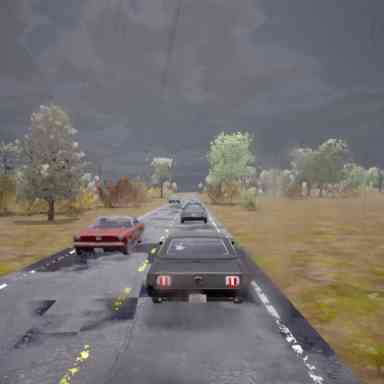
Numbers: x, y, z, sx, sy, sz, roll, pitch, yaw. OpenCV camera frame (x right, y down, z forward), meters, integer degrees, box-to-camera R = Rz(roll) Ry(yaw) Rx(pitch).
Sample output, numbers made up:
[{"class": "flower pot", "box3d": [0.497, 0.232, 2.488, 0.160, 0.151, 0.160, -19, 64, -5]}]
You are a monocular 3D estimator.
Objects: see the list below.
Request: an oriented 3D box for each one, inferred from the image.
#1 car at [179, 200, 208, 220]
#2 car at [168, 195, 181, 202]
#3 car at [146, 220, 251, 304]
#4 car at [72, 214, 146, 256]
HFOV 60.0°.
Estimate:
[{"class": "car", "box3d": [0.153, 1.559, 25.323, 1.994, 1.385, 4.181, 0, 0, 0]}, {"class": "car", "box3d": [-2.886, 1.168, 54.662, 1.882, 1.535, 5.008, 0, 0, 0]}, {"class": "car", "box3d": [0.116, 1.601, 8.114, 1.895, 1.301, 4.718, 0, 0, 0]}, {"class": "car", "box3d": [-3.074, 1.600, 13.179, 1.895, 1.301, 4.718, 0, 0, 0]}]
